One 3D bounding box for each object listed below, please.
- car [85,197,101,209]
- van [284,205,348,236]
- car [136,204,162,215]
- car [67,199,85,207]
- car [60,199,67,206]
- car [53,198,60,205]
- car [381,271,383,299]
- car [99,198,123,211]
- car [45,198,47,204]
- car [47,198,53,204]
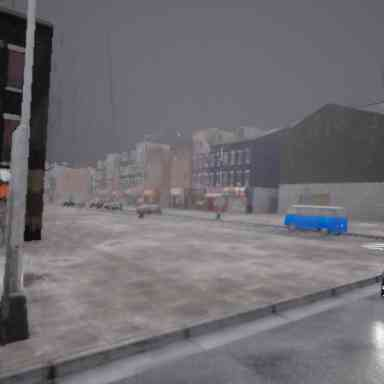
[{"bbox_3d":[-14.459,1.775,52.156,2.192,1.841,5.009,4,-2,-35],"label":"car"},{"bbox_3d":[7.726,1.754,20.974,1.690,1.788,3.998,4,-2,-35],"label":"van"},{"bbox_3d":[-4.962,2.006,38.785,1.802,1.307,4.206,4,-2,-35],"label":"car"},{"bbox_3d":[-20.809,2.040,61.058,1.887,1.381,4.507,3,-2,-35],"label":"car"},{"bbox_3d":[-23.979,2.083,65.511,1.947,1.339,4.313,3,-2,-35],"label":"car"},{"bbox_3d":[-27.246,2.067,70.105,1.752,1.417,4.829,3,-2,-35],"label":"car"},{"bbox_3d":[5.991,1.613,7.229,4.902,1.511,2.128,1,-1,-36],"label":"car"},{"bbox_3d":[-11.300,2.011,47.694,1.947,1.339,4.313,4,-2,-35],"label":"car"},{"bbox_3d":[-36.660,2.206,83.326,1.802,1.307,4.206,3,-2,-35],"label":"car"},{"bbox_3d":[-30.320,2.148,74.419,1.802,1.307,4.206,3,-2,-35],"label":"car"}]
